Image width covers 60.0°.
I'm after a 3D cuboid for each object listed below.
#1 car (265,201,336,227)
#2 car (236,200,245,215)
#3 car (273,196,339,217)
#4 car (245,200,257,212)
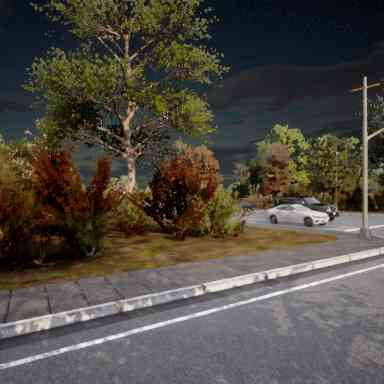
[{"bbox_3d":[7.365,1.595,23.641,1.812,1.442,4.674,0,-1,-38],"label":"car"},{"bbox_3d":[2.819,1.583,34.508,2.097,1.767,4.553,0,-1,-42],"label":"car"},{"bbox_3d":[9.048,1.310,27.235,2.150,2.045,5.566,0,-1,-37],"label":"car"},{"bbox_3d":[5.819,1.797,41.954,1.837,1.490,4.892,0,-2,-43],"label":"car"}]
